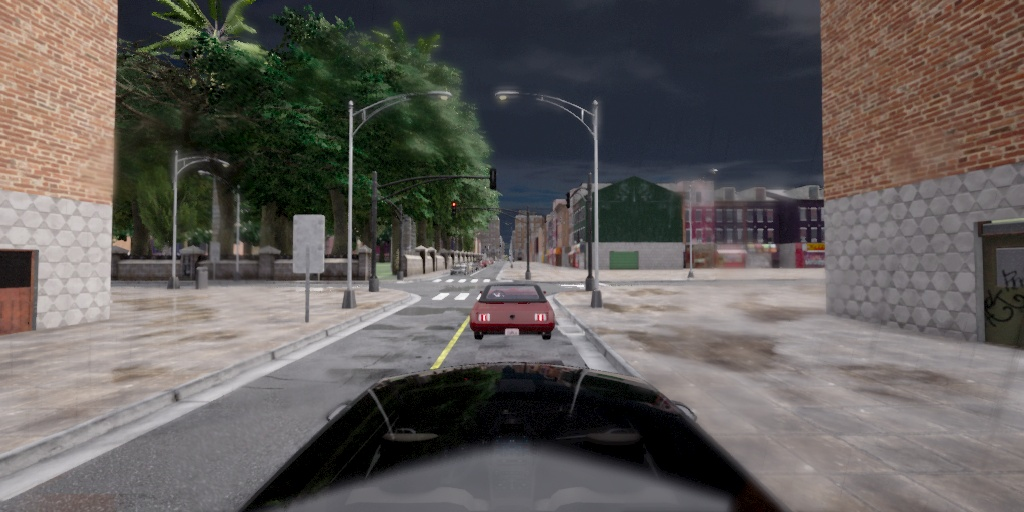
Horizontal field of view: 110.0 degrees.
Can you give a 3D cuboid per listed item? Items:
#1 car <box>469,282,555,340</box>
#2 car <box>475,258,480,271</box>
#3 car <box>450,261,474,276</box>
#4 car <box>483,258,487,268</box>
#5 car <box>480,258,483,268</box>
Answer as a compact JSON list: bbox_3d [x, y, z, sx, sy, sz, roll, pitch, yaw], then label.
[{"bbox_3d":[0.025,1.354,9.940,1.895,1.301,4.718,0,0,0],"label":"car"},{"bbox_3d":[-5.580,1.342,45.547,2.007,1.370,4.403,0,0,0],"label":"car"},{"bbox_3d":[-5.546,1.330,38.411,2.007,1.370,4.403,0,0,0],"label":"car"},{"bbox_3d":[-5.720,1.413,61.896,1.802,1.307,4.207,0,0,0],"label":"car"},{"bbox_3d":[-5.627,1.368,50.996,1.948,1.339,4.313,0,0,0],"label":"car"}]
